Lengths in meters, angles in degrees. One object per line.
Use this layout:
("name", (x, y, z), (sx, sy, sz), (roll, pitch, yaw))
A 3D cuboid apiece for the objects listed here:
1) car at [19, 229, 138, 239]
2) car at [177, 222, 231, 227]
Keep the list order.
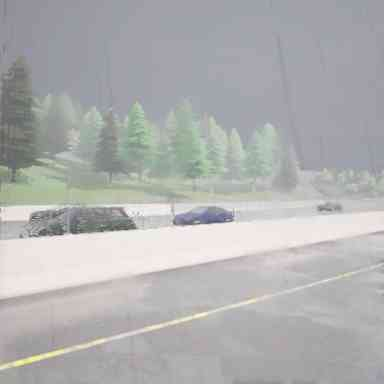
("car", (-4.577, 1.396, 13.740), (4.553, 1.767, 2.097), (1, 0, -37))
("car", (0.884, 1.669, 22.525), (4.674, 1.442, 1.812), (1, 0, -40))
